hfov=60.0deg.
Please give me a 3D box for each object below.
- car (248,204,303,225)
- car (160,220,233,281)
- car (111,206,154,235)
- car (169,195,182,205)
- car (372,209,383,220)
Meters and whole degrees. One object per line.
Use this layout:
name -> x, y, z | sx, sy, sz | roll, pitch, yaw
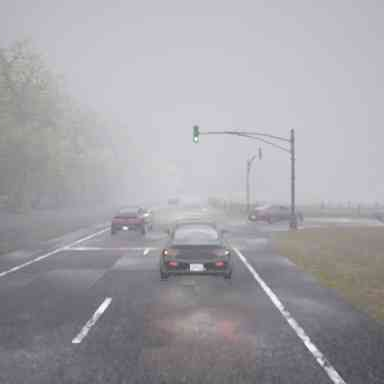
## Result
car -> 6.215, 1.627, 24.638 | 4.674, 1.442, 1.812 | 1, -2, -35
car -> 0.112, 1.559, 9.880 | 1.812, 1.442, 4.674 | 0, 0, 0
car -> -3.400, 1.570, 19.383 | 1.837, 1.490, 4.892 | 0, 0, 0
car -> -3.405, 1.695, 63.217 | 1.837, 1.490, 4.892 | 0, -1, 0
car -> 18.744, 1.916, 30.245 | 4.181, 1.385, 1.994 | 1, -1, 0
